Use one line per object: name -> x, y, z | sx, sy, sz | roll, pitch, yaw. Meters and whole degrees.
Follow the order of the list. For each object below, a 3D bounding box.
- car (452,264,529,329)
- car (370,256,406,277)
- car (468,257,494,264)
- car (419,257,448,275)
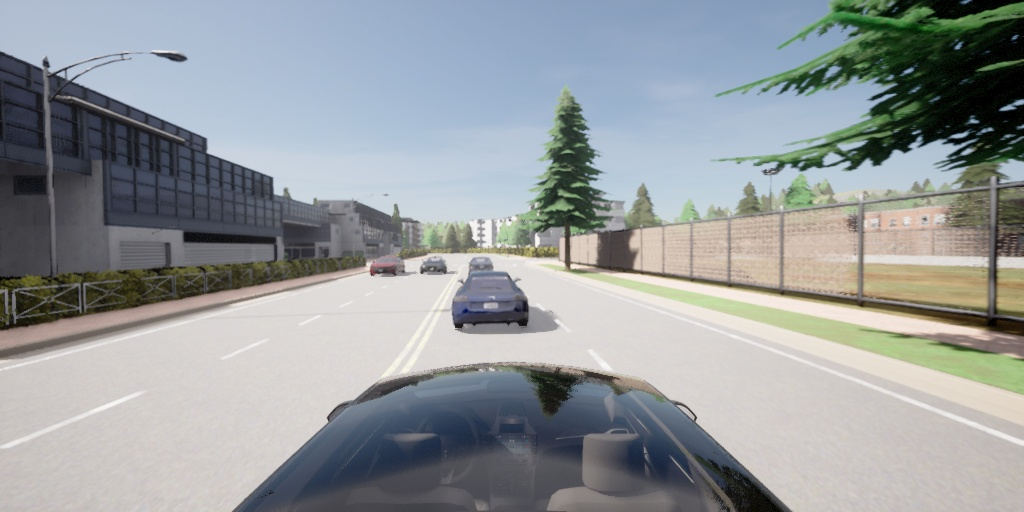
car -> -0.661, 1.118, 10.587 | 1.994, 1.385, 4.181 | -1, 1, -5
car -> -9.689, 0.733, 28.192 | 1.882, 1.535, 5.008 | -1, 1, -6
car -> -2.315, 0.750, 26.818 | 2.033, 1.411, 5.357 | -1, 1, -6
car -> -6.276, 0.758, 29.193 | 1.994, 1.385, 4.181 | -1, 1, -6
